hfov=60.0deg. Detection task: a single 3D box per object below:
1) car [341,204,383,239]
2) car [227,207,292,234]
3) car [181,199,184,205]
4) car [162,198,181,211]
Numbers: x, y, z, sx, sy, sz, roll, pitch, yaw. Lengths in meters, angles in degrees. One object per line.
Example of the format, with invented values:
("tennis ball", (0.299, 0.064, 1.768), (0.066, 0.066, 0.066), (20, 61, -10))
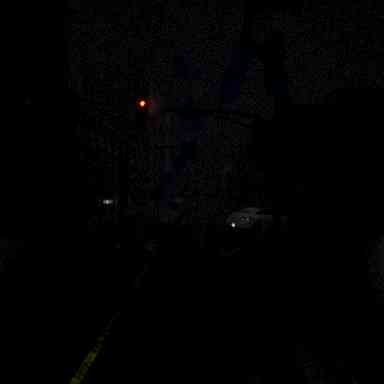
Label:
("car", (10.828, 1.585, 18.245), (5.009, 1.841, 2.192), (1, -1, 0))
("car", (4.137, 1.646, 20.167), (4.674, 1.442, 1.812), (1, -1, -39))
("car", (-2.714, 1.910, 66.071), (1.812, 1.442, 4.674), (0, -1, 0))
("car", (-2.816, 1.729, 43.212), (1.895, 1.301, 4.718), (0, 0, 0))
